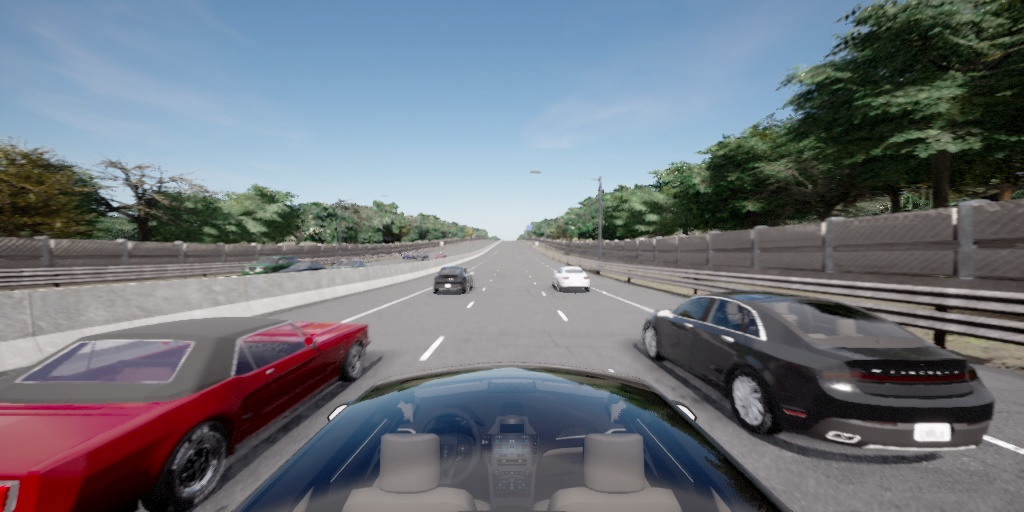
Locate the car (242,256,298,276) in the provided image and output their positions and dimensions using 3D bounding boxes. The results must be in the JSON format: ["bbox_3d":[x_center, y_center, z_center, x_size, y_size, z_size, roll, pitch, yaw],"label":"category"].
[{"bbox_3d":[-21.089,1.006,31.821,2.150,2.045,5.566,0,0,0],"label":"car"}]

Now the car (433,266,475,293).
[{"bbox_3d":[-3.406,1.346,21.430,1.837,1.490,4.892,0,0,0],"label":"car"}]

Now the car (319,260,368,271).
[{"bbox_3d":[-14.095,1.145,30.801,2.097,1.767,4.553,0,1,0],"label":"car"}]

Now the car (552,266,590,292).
[{"bbox_3d":[3.595,1.366,22.231,1.812,1.442,4.674,0,0,0],"label":"car"}]

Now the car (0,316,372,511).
[{"bbox_3d":[-3.401,1.368,4.239,1.895,1.301,4.718,0,0,0],"label":"car"}]

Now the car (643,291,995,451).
[{"bbox_3d":[3.598,1.281,5.497,1.837,1.490,4.892,0,0,0],"label":"car"}]

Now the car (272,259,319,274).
[{"bbox_3d":[-17.596,1.274,30.479,1.882,1.535,5.008,0,1,0],"label":"car"}]
